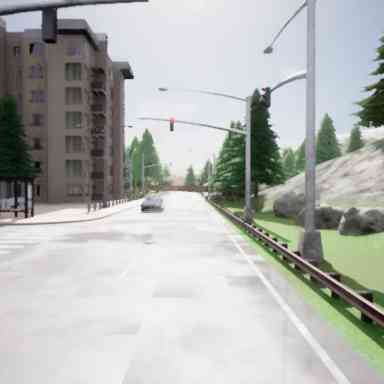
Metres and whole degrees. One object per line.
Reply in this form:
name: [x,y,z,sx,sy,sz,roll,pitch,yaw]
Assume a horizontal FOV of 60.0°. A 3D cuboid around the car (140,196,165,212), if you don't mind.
car: [-3.536,1.067,30.808,2.033,1.411,5.357,0,1,0]
